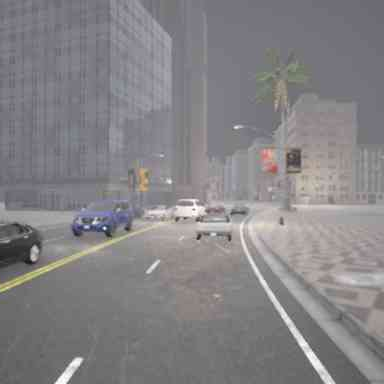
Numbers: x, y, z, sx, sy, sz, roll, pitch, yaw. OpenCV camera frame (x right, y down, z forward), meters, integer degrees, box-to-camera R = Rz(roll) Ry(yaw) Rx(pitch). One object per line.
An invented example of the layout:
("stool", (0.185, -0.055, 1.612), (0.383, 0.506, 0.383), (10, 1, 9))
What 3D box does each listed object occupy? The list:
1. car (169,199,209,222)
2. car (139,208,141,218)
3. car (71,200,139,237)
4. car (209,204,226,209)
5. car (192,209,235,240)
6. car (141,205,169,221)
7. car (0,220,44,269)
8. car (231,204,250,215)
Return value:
("car", (-0.121, 1.690, 31.235), (2.150, 2.045, 5.566), (0, -1, 12))
("car", (-6.335, 2.084, 33.455), (2.033, 1.411, 5.357), (0, -1, 12))
("car", (-5.208, 1.500, 20.200), (2.150, 2.045, 5.566), (0, 0, 7))
("car", (3.260, 2.285, 44.828), (1.895, 1.301, 4.718), (0, -1, 17))
("car", (1.366, 1.893, 19.095), (1.895, 1.301, 4.718), (0, -1, 7))
("car", (-3.151, 2.044, 32.807), (1.812, 1.442, 4.674), (0, -1, 12))
("car", (-6.178, 1.628, 9.688), (1.837, 1.490, 4.892), (0, -1, 3))
("car", (6.320, 2.241, 43.366), (1.994, 1.385, 4.181), (0, -1, 16))
